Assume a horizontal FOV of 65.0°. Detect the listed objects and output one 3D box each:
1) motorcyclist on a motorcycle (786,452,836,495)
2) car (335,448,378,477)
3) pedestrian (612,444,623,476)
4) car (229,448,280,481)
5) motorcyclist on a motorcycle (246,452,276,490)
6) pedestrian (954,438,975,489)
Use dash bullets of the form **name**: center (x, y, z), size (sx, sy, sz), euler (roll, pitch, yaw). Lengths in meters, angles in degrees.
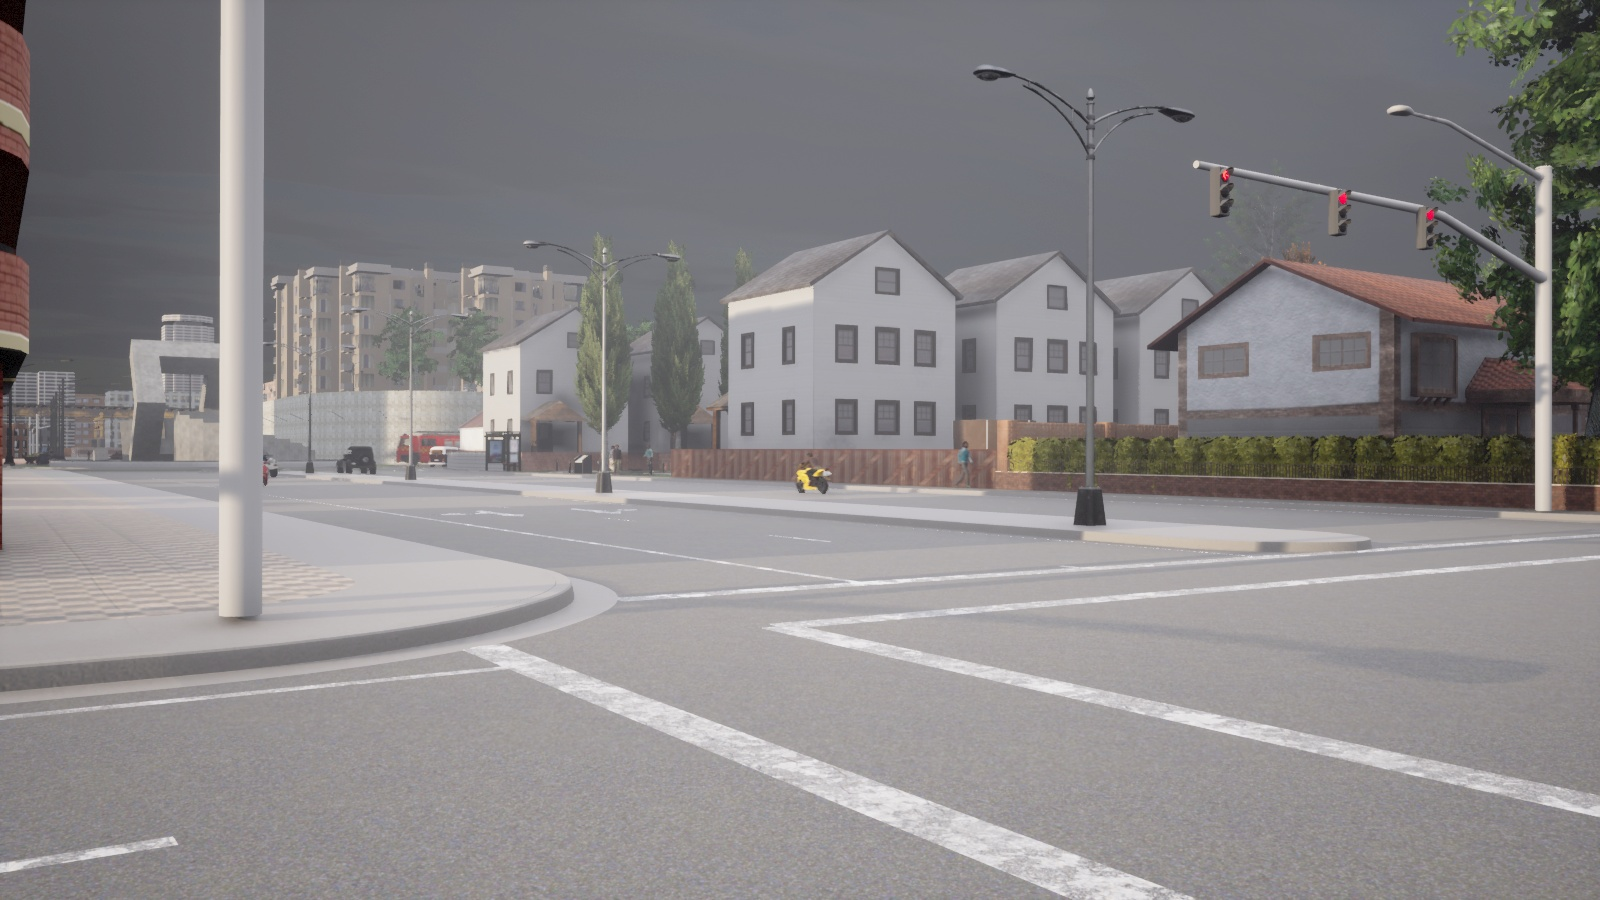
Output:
- **motorcyclist on a motorcycle**: center (0.395, 0.837, 45.193), size (0.797, 1.523, 2.044), euler (0, 0, -33)
- **car**: center (-29.955, 0.812, 84.775), size (1.905, 1.878, 3.866), euler (0, 0, -33)
- **pedestrian**: center (-10.615, 0.598, 73.039), size (0.431, 1.840, 0.703), euler (0, 0, -23)
- **car**: center (-31.635, 0.807, 72.806), size (1.932, 1.855, 4.605), euler (0, 0, -33)
- **motorcyclist on a motorcycle**: center (-22.787, 0.876, 53.068), size (0.866, 1.590, 1.817), euler (0, 0, -33)
- **pedestrian**: center (6.228, 0.503, 47.437), size (0.396, 1.930, 0.692), euler (0, 0, -43)
